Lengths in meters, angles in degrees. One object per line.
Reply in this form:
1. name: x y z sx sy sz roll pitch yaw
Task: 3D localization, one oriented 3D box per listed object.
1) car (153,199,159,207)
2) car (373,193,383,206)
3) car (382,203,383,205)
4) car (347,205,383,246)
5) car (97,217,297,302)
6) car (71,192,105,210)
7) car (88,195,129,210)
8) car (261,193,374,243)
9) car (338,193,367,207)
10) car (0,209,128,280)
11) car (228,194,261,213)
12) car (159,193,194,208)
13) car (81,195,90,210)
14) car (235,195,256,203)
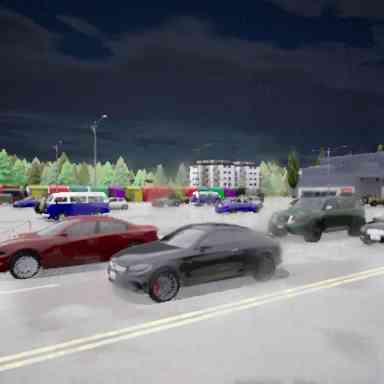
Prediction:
1. car: -4.014 1.334 56.774 3.905 1.438 1.784 0 0 -33
2. car: 24.424 1.116 44.933 4.605 1.855 1.932 0 0 -33
3. car: 14.818 1.544 21.996 4.181 1.385 1.994 0 0 -33
4. car: 9.077 1.480 14.087 4.902 1.511 2.128 0 0 -33
5. car: 0.277 1.521 8.327 4.674 1.442 1.812 0 0 -33
6. car: -12.122 1.136 41.464 4.605 1.855 1.932 0 0 -33
7. car: -9.048 1.379 36.808 3.806 1.475 1.970 0 0 -33
8. car: 6.305 1.210 16.459 5.566 2.045 2.150 0 0 -33
9. car: 22.897 1.119 47.392 3.866 1.878 1.905 0 0 -33
10. car: -3.390 1.474 10.135 5.008 1.535 1.882 0 0 -33
11. car: 6.764 1.370 40.172 3.806 1.475 1.970 0 0 -33
12. car: -2.494 1.124 54.308 4.605 1.855 1.932 0 0 -33
13. car: -10.621 1.347 39.239 3.905 1.438 1.784 0 0 -33
14. car: 10.638 1.353 66.282 3.806 1.475 1.970 0 0 -33
